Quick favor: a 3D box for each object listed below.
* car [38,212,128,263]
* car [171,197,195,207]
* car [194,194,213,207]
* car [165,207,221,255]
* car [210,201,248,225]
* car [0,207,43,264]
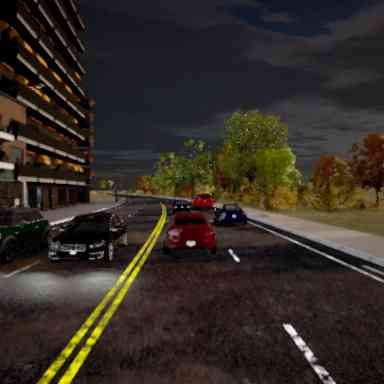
[{"bbox_3d":[-3.528,1.519,12.094,1.837,1.490,4.892,0,0,-2],"label":"car"},{"bbox_3d":[-1.190,1.554,35.709,2.033,1.411,5.357,0,0,-5],"label":"car"},{"bbox_3d":[1.387,1.221,43.100,2.150,2.045,5.566,0,0,-5],"label":"car"},{"bbox_3d":[-0.098,1.532,13.325,1.812,1.442,4.674,0,0,-2],"label":"car"},{"bbox_3d":[2.722,1.563,24.073,1.994,1.385,4.181,0,0,-2],"label":"car"},{"bbox_3d":[-6.775,1.375,11.846,2.097,1.767,4.553,0,0,-2],"label":"car"}]
